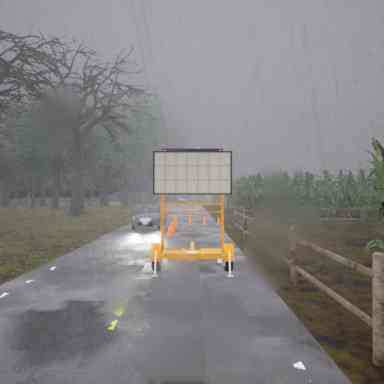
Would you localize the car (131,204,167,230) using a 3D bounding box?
[{"bbox_3d":[-2.709,1.550,21.689,2.128,1.511,4.902,0,0,0],"label":"car"}]

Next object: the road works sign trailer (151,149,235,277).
[{"bbox_3d":[0.018,0.478,10.263,2.380,3.560,2.880,0,0,0],"label":"road works sign trailer"}]

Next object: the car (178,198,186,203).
[{"bbox_3d":[-2.595,2.358,85.596,1.882,1.535,5.008,0,-2,0],"label":"car"}]
